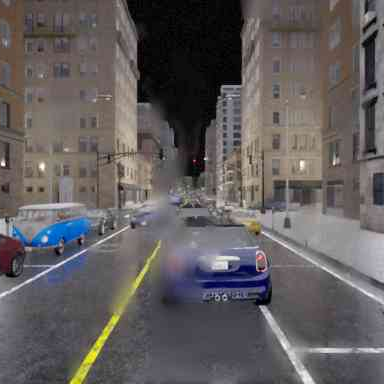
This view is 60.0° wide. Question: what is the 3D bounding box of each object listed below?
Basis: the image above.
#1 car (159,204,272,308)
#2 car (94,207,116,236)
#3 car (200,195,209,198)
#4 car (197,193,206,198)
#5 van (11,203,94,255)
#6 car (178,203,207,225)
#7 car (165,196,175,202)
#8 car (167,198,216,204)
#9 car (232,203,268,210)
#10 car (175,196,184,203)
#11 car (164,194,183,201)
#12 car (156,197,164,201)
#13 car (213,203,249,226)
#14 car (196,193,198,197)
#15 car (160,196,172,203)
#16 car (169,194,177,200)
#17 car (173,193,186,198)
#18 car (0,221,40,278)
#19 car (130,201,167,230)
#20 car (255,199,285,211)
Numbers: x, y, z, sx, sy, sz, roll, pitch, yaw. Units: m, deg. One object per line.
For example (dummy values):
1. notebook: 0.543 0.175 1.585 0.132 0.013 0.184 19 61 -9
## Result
1. car: 0.319 1.352 8.153 2.097 1.767 4.553 0 0 -5
2. car: -5.359 1.550 18.374 2.008 1.369 4.403 0 0 0
3. car: 2.724 1.549 50.643 2.008 1.369 4.403 0 0 0
4. car: 2.763 1.434 73.370 1.967 1.590 4.097 0 0 0
5. van: -5.370 1.340 12.968 1.690 1.788 3.998 0 0 0
6. car: 0.061 1.563 25.109 1.994 1.385 4.181 0 0 0
7. car: -5.252 1.543 79.062 2.008 1.369 4.403 0 0 0
8. car: 0.104 1.351 15.447 2.097 1.767 4.553 0 0 0
9. car: 2.675 1.525 18.531 1.752 1.417 4.829 0 0 0
10. car: -2.629 1.519 70.610 1.812 1.442 4.674 0 0 0
11. car: -2.756 1.476 50.516 1.882 1.535 5.008 0 0 0
12. car: -5.292 1.523 56.167 1.752 1.417 4.829 0 0 0
13. car: 2.679 1.550 23.767 2.008 1.369 4.403 0 0 0
14. car: 2.783 1.306 84.734 2.192 1.841 5.009 0 0 0
15. car: -5.272 1.561 67.700 1.947 1.339 4.313 0 0 0
16. car: -5.232 1.429 90.425 1.967 1.590 4.097 0 0 0
17. car: -2.717 1.218 60.504 2.150 2.045 5.566 0 0 1
18. car: -5.381 1.581 7.562 1.802 1.307 4.206 0 0 0
19. car: -2.623 1.525 21.242 1.812 1.442 4.674 0 0 3
20. car: 8.560 1.506 38.231 4.181 1.385 1.994 0 0 -3
